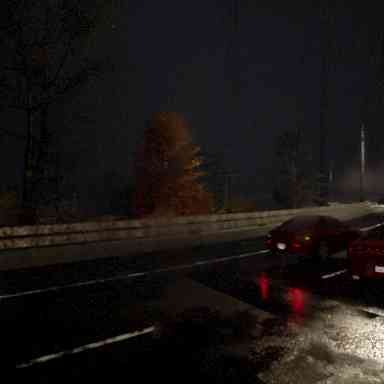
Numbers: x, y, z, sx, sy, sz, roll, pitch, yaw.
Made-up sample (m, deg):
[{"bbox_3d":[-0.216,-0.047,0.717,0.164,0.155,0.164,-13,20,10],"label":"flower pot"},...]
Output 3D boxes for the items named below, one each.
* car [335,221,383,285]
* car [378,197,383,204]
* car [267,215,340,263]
[{"bbox_3d":[5.900,1.505,8.692,5.008,1.535,1.882,0,0,-41],"label":"car"},{"bbox_3d":[36.181,1.555,61.698,2.033,1.411,5.357,0,0,14],"label":"car"},{"bbox_3d":[4.627,1.577,12.261,4.674,1.442,1.812,0,0,-41],"label":"car"}]
